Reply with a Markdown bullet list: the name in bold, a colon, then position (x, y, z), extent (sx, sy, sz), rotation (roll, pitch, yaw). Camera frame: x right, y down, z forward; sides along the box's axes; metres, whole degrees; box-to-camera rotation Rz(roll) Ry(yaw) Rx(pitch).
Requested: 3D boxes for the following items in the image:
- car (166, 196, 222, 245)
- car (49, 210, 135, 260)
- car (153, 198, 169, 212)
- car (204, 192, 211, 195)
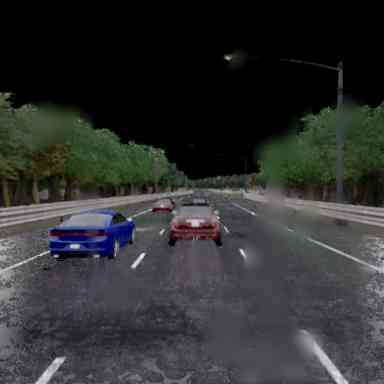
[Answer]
- **car**: position (0.164, 1.247, 15.037), extent (2.097, 1.767, 4.553), rotation (0, 0, 1)
- **car**: position (-3.332, 1.388, 12.023), extent (1.882, 1.535, 5.008), rotation (0, 1, 1)
- **car**: position (-2.813, 1.305, 34.236), extent (1.994, 1.385, 4.181), rotation (0, 1, 2)
- **car**: position (4.510, 0.690, 94.869), extent (2.128, 1.511, 4.902), rotation (0, 1, 5)
